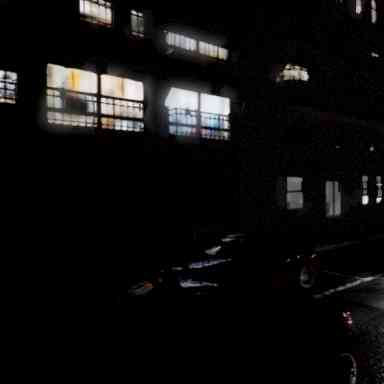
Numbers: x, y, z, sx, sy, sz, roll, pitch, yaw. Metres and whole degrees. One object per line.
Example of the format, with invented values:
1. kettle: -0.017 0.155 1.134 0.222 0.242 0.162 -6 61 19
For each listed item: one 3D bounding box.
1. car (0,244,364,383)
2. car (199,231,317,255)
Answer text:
1. car: -0.153 1.567 3.274 4.181 1.385 1.994 0 0 -37
2. car: 1.171 1.572 7.444 4.206 1.307 1.802 0 -1 -37
